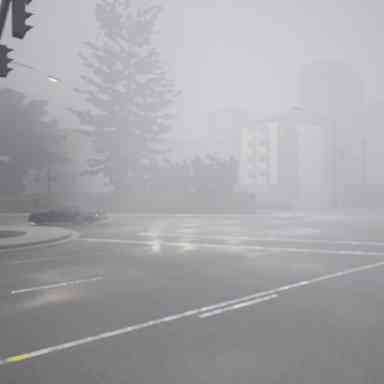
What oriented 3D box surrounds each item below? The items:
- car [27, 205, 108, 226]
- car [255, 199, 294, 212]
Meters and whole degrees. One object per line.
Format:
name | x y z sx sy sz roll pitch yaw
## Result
car | -8.706 1.595 23.429 5.357 1.411 2.033 0 0 9
car | 9.029 1.450 37.284 1.895 1.301 4.718 -1 0 -35
